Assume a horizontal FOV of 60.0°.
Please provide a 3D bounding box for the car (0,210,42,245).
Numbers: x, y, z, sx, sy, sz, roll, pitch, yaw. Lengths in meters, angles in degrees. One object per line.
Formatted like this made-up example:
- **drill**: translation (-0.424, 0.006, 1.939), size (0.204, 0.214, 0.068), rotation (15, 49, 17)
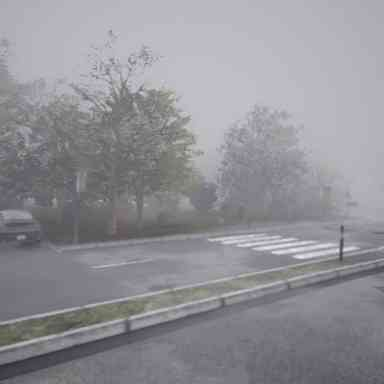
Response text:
- **car**: translation (-8.248, 1.560, 15.328), size (2.231, 1.521, 4.892), rotation (0, 0, -35)
